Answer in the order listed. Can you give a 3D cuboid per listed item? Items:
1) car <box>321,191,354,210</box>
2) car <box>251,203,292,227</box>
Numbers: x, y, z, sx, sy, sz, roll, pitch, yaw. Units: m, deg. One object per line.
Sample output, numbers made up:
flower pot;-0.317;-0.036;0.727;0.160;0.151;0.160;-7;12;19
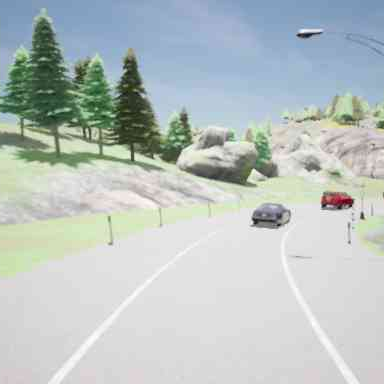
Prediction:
car;17.076;0.886;38.958;2.150;2.045;5.566;6;5;44
car;5.557;1.463;22.890;2.033;1.411;5.357;3;2;26
